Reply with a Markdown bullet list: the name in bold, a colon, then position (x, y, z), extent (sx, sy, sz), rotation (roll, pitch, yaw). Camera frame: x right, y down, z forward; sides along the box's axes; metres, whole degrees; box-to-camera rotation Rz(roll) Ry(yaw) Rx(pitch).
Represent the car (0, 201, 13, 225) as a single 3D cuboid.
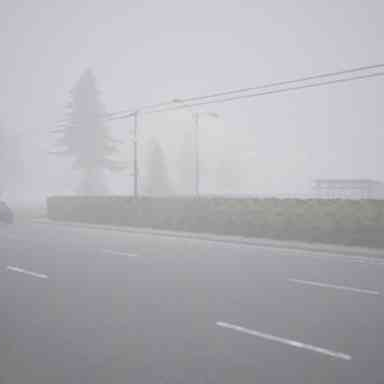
- **car**: position (-14.271, 1.340, 22.770), extent (4.553, 1.767, 2.097), rotation (0, 0, 35)
